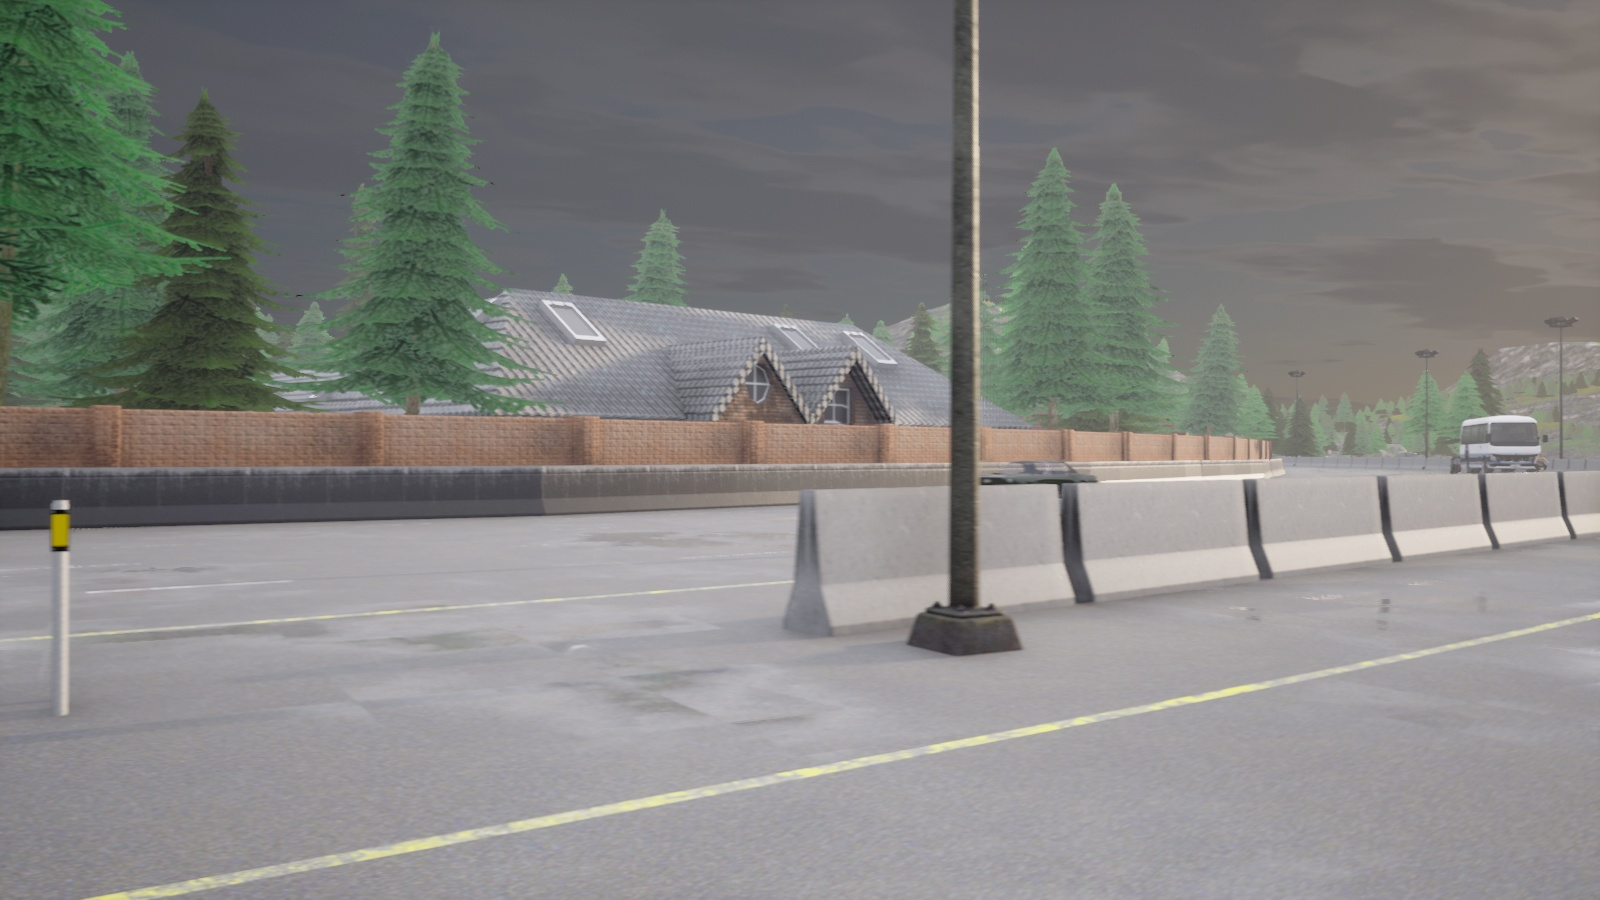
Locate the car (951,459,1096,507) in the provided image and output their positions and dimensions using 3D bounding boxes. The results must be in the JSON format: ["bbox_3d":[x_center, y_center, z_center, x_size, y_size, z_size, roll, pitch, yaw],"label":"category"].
[{"bbox_3d":[6.683,0.932,37.216,1.895,1.301,4.718,0,0,44],"label":"car"}]
